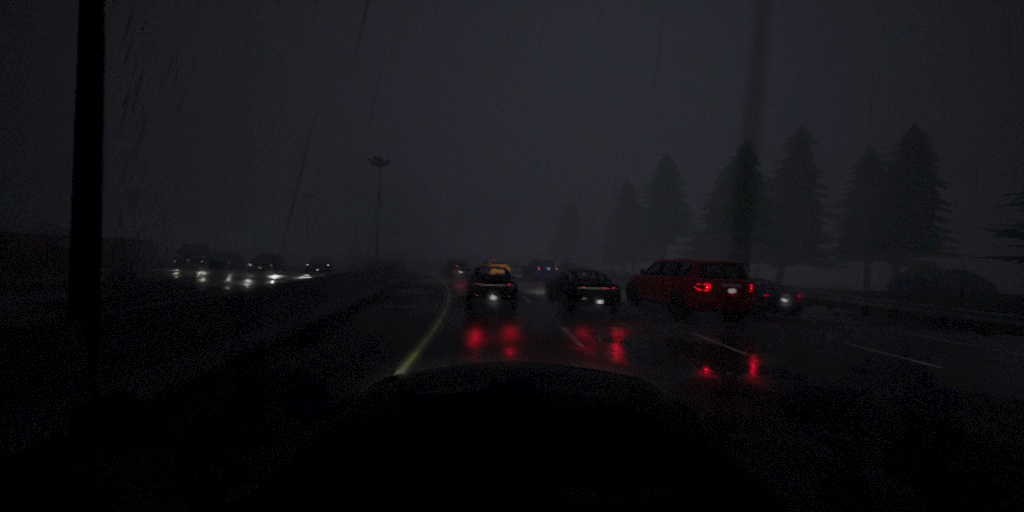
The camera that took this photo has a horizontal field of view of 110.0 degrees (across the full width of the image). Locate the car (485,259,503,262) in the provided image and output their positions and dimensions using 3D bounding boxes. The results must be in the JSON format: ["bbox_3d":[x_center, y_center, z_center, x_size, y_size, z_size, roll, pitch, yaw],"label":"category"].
[{"bbox_3d":[-1.752,1.056,32.135,1.882,1.535,5.008,2,0,-20],"label":"car"}]

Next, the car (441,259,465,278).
[{"bbox_3d":[-4.781,0.997,30.279,1.837,1.490,4.892,2,0,-19],"label":"car"}]

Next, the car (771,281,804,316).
[{"bbox_3d":[9.584,1.556,14.873,1.994,1.385,4.181,2,0,-6],"label":"car"}]

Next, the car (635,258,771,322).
[{"bbox_3d":[6.286,1.117,13.375,2.150,2.045,5.566,2,0,-6],"label":"car"}]

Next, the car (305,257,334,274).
[{"bbox_3d":[-16.153,0.745,30.252,1.895,1.301,4.718,2,0,-23],"label":"car"}]

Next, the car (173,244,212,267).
[{"bbox_3d":[-29.341,-0.052,33.308,2.150,2.045,5.566,2,0,-31],"label":"car"}]

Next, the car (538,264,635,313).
[{"bbox_3d":[2.637,1.274,14.215,2.128,1.511,4.902,2,0,-7],"label":"car"}]

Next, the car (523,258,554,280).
[{"bbox_3d":[2.315,1.059,31.064,2.097,1.767,4.553,2,0,-18],"label":"car"}]

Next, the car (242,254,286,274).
[{"bbox_3d":[-19.062,0.568,28.049,1.837,1.490,4.892,2,0,-23],"label":"car"}]

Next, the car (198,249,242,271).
[{"bbox_3d":[-23.382,0.404,29.331,1.882,1.535,5.008,2,0,-25],"label":"car"}]

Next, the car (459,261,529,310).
[{"bbox_3d":[-0.898,1.165,14.305,2.128,1.511,4.902,2,0,-7],"label":"car"}]
